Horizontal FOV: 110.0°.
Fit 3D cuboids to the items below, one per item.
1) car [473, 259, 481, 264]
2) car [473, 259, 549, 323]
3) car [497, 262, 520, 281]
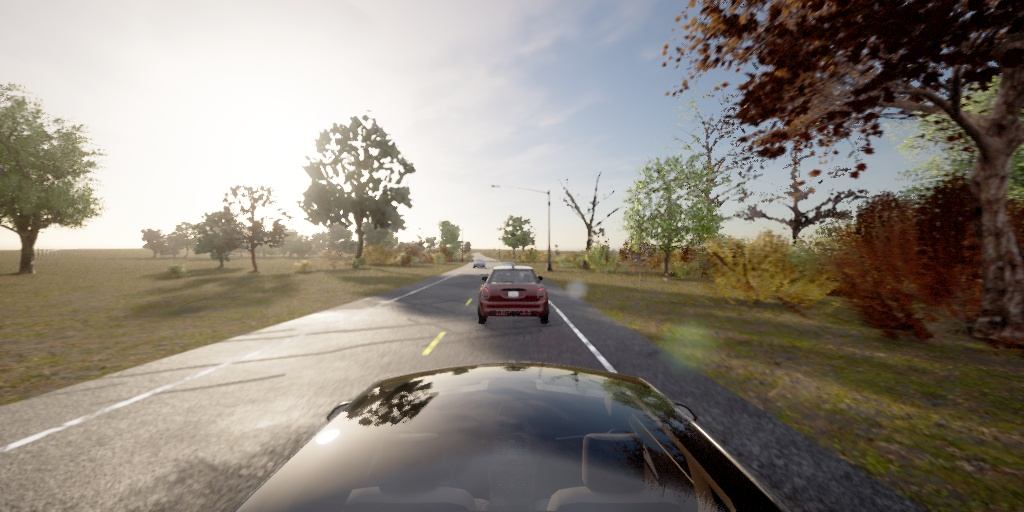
[{"bbox_3d":[-5.078,1.215,55.723,1.812,1.442,4.674,0,0,-3],"label":"car"},{"bbox_3d":[0.020,1.097,12.239,2.097,1.767,4.553,0,0,-1],"label":"car"},{"bbox_3d":[-0.366,1.254,30.553,1.812,1.442,4.674,0,0,-2],"label":"car"}]
